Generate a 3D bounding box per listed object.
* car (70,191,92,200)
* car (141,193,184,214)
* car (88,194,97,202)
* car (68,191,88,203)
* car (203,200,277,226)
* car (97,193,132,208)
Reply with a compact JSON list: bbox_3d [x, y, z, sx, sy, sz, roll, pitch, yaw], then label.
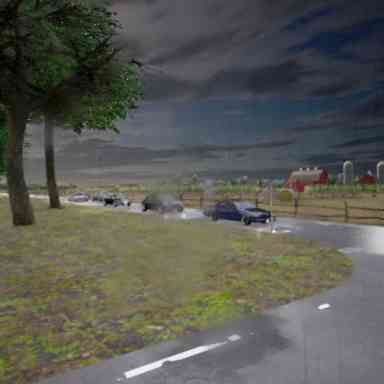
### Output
[{"bbox_3d":[-19.067,0.563,56.846,2.128,1.511,4.902,-1,1,-36],"label":"car"},{"bbox_3d":[-2.623,0.910,29.197,2.097,1.767,4.553,-1,2,-36],"label":"car"},{"bbox_3d":[-13.152,0.760,48.748,1.994,1.385,4.181,-1,1,-35],"label":"car"},{"bbox_3d":[-16.647,0.823,48.767,1.895,1.301,4.718,-1,1,-35],"label":"car"},{"bbox_3d":[2.895,1.258,21.559,2.033,1.411,5.357,-1,2,-36],"label":"car"},{"bbox_3d":[-8.468,0.901,37.312,2.128,1.511,4.902,-1,2,-36],"label":"car"}]
